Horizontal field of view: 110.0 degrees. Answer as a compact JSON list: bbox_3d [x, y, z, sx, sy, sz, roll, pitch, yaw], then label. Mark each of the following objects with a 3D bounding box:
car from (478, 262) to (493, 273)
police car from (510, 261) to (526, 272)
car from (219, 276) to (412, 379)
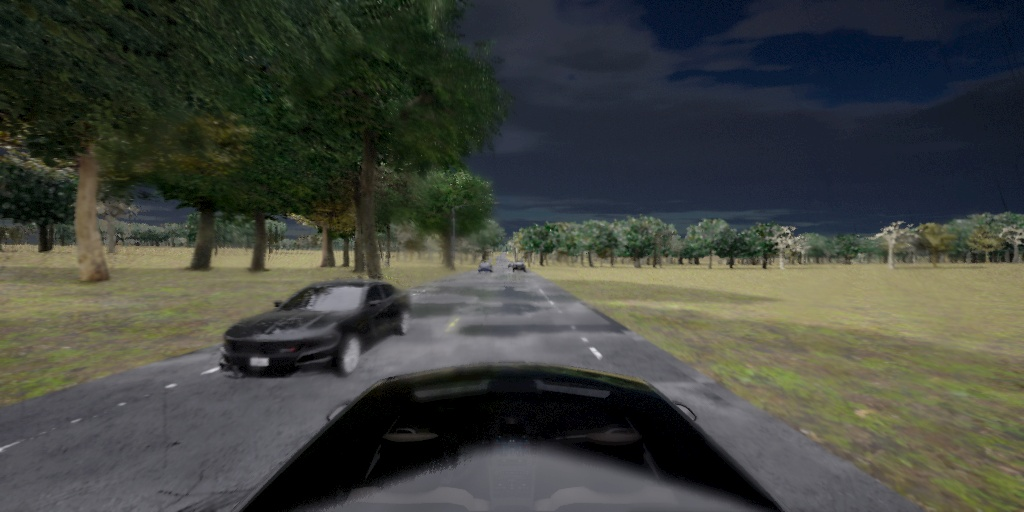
[{"bbox_3d":[-3.547,1.582,48.888,2.033,1.411,5.357,0,-1,1],"label":"car"},{"bbox_3d":[1.039,1.498,52.103,1.930,1.638,5.238,0,-1,0],"label":"police car"},{"bbox_3d":[-3.597,1.245,7.618,1.882,1.535,5.008,0,0,0],"label":"car"}]
